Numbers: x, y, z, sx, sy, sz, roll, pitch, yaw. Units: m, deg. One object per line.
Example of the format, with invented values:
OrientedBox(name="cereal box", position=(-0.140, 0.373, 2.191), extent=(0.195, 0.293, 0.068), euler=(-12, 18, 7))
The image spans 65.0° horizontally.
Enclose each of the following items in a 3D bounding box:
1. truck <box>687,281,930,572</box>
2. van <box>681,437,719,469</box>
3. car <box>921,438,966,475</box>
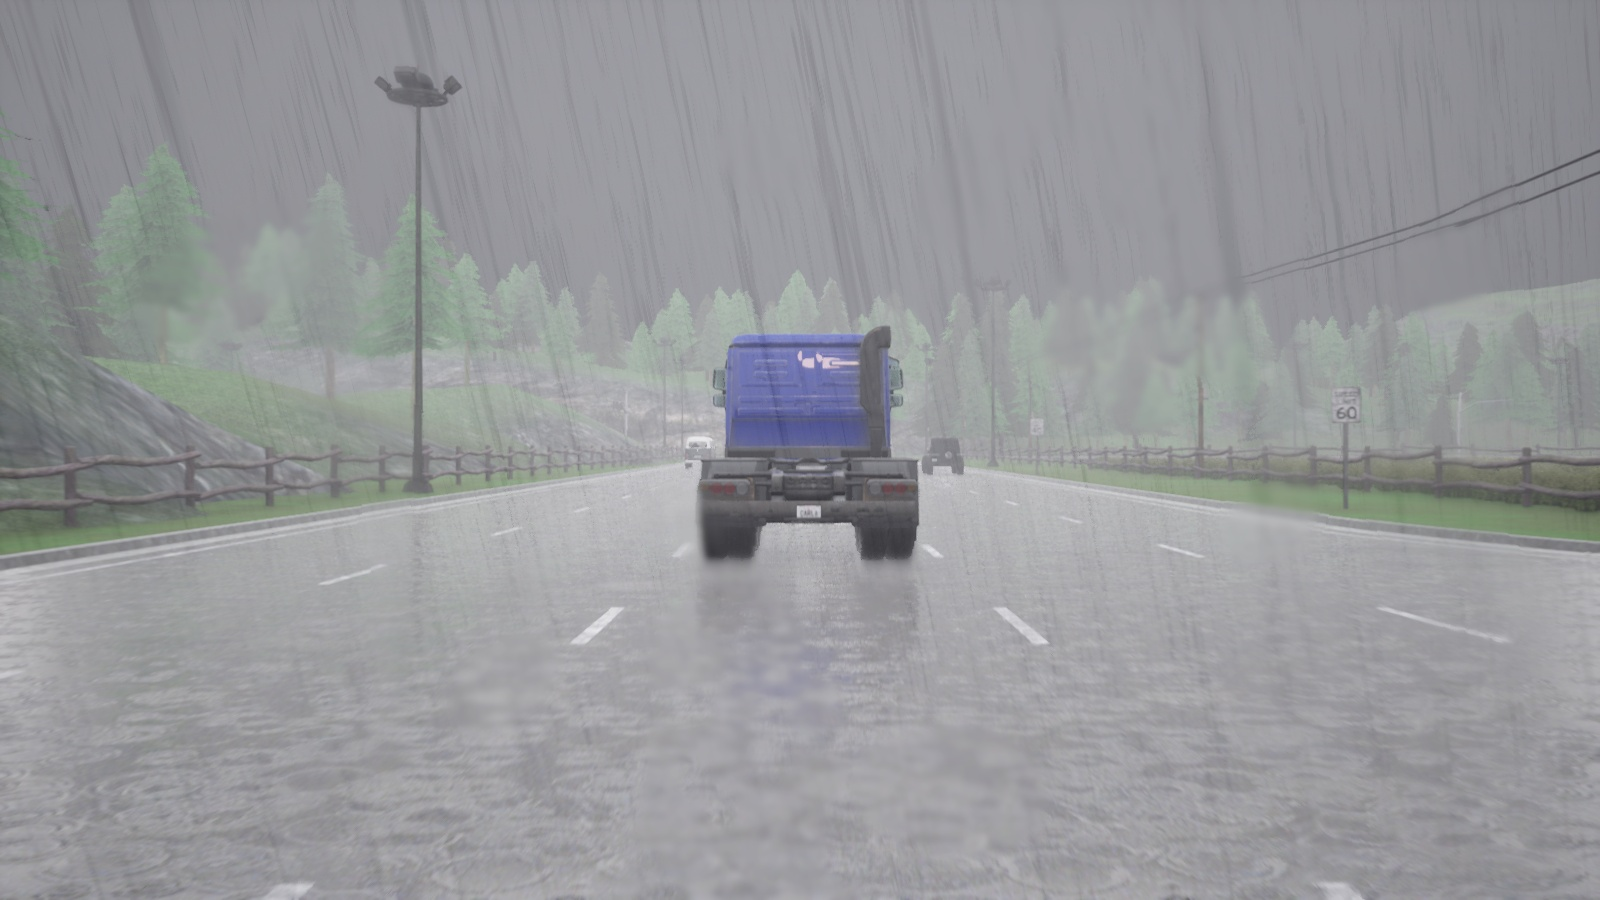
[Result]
OrientedBox(name="truck", position=(0.124, -0.297, 18.919), extent=(2.891, 3.462, 7.936), euler=(0, 0, 0))
OrientedBox(name="van", position=(-6.515, 0.192, 82.296), extent=(2.069, 2.038, 4.480), euler=(0, 0, 0))
OrientedBox(name="car", position=(7.386, 0.333, 65.004), extent=(1.905, 1.878, 3.866), euler=(0, 0, 0))
